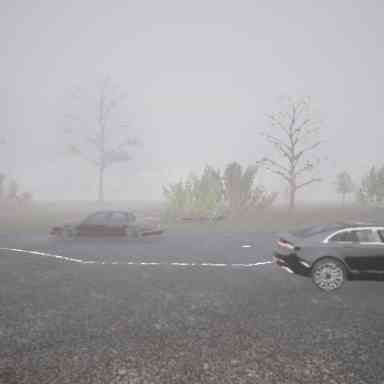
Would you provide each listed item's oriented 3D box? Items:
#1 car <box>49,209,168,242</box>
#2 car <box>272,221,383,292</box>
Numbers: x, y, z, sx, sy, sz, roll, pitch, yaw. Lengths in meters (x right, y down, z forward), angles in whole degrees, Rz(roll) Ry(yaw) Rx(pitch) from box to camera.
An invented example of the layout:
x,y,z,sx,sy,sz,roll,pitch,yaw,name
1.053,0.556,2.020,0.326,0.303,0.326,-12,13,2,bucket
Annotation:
x,y,z,sx,sy,sz,roll,pitch,yaw,name
-3.857,1.528,15.851,5.357,1.411,2.033,0,0,4,car
4.505,1.500,8.255,4.902,1.511,2.128,0,0,4,car
